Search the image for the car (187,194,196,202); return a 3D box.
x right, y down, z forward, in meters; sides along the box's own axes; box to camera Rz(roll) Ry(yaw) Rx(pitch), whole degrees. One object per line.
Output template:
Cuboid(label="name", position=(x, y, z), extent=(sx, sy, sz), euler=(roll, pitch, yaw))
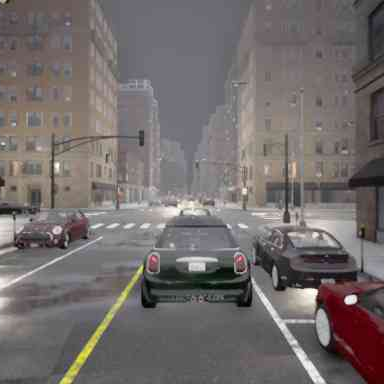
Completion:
Cuboid(label="car", position=(-0.216, 1.720, 80.190), extent=(1.895, 1.301, 4.718), euler=(0, 0, 0))

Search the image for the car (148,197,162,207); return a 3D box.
Cuboid(label="car", position=(-5.870, 1.604, 52.629), extent=(2.008, 1.369, 4.403), euler=(0, 0, 0))

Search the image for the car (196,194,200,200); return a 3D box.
Cuboid(label="car", position=(2.536, 1.410, 69.209), extent=(2.192, 1.841, 5.009), euler=(0, 0, 0))

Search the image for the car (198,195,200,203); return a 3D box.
Cuboid(label="car", position=(2.615, 1.632, 58.194), extent=(1.947, 1.339, 4.313), euler=(0, 0, 0))

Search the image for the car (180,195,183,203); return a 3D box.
Cuboid(label="car", position=(-3.145, 1.670, 60.121), extent=(1.895, 1.301, 4.718), euler=(0, 0, 0))

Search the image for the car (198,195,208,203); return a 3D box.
Cuboid(label="car", position=(2.495, 1.553, 74.716), extent=(1.967, 1.590, 4.097), euler=(0, 0, 0))

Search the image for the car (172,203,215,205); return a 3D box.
Cuboid(label="car", position=(0.132, 1.500, 15.460), extent=(2.128, 1.511, 4.902), euler=(0, 0, 0))

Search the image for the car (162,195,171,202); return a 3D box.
Cuboid(label="car", position=(-6.070, 1.572, 80.169), extent=(1.967, 1.590, 4.097), euler=(0, 0, 0))

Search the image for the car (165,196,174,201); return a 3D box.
Cuboid(label="car", position=(-6.151, 1.742, 91.185), extent=(1.947, 1.339, 4.313), euler=(0, 0, 0))

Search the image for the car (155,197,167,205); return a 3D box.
Cuboid(label="car", position=(-5.950, 1.623, 63.645), extent=(1.887, 1.381, 4.507), euler=(0, 0, 0))

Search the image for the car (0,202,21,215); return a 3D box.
Cuboid(label="car", position=(-16.325, 1.537, 30.302), extent=(4.718, 1.301, 1.895), euler=(0, 0, 0))

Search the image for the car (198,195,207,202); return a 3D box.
Cuboid(label="car", position=(2.455, 1.572, 80.222), extent=(1.967, 1.590, 4.097), euler=(0, 0, 0))

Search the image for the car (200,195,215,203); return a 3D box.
Cuboid(label="car", position=(2.655, 1.599, 52.688), extent=(1.887, 1.381, 4.507), euler=(0, 0, 0))

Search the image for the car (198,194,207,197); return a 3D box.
Cuboid(label="car", position=(2.574, 1.605, 63.872), extent=(1.752, 1.417, 4.829), euler=(0, 0, 0))

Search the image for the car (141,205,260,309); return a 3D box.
Cuboid(label="car", position=(0.067, 1.356, 8.067), extent=(2.097, 1.767, 4.553), euler=(0, 0, -1))

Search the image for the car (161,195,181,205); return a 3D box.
Cuboid(label="car", position=(-3.089, 1.597, 50.304), extent=(2.033, 1.411, 5.357), euler=(0, 0, -1))

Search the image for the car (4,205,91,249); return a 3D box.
Cuboid(label="car", position=(-5.819, 1.447, 14.267), extent=(1.967, 1.590, 4.097), euler=(0, 0, 0))

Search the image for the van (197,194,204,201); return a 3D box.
Cuboid(label="van", position=(2.375, 1.518, 91.237), extent=(1.690, 1.788, 3.998), euler=(0, 0, 0))

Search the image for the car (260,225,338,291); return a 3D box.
Cuboid(label="car", position=(2.694, 1.555, 8.761), extent=(2.008, 1.369, 4.403), euler=(0, 0, 0))

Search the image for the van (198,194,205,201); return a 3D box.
Cuboid(label="van", position=(2.415, 1.495, 85.731), extent=(1.690, 1.788, 3.998), euler=(0, 0, 0))

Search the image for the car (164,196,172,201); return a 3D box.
Cuboid(label="car", position=(-6.111, 1.735, 85.677), extent=(1.802, 1.307, 4.206), euler=(0, 0, 0))

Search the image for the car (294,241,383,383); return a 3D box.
Cuboid(label="car", position=(2.682, 1.546, 3.269), extent=(1.887, 1.381, 4.507), euler=(0, 0, 0))

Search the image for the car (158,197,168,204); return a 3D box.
Cuboid(label="car", position=(-5.991, 1.676, 69.153), extent=(1.802, 1.307, 4.206), euler=(0, 0, 0))

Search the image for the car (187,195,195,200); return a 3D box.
Cuboid(label="car", position=(-0.289, 1.557, 90.165), extent=(1.994, 1.385, 4.181), euler=(0, 0, 0))
